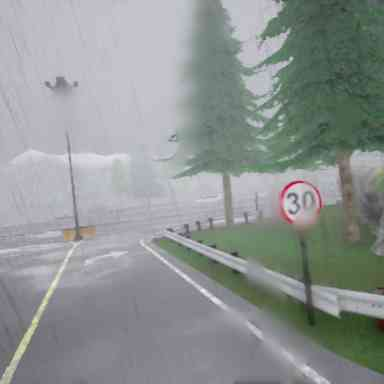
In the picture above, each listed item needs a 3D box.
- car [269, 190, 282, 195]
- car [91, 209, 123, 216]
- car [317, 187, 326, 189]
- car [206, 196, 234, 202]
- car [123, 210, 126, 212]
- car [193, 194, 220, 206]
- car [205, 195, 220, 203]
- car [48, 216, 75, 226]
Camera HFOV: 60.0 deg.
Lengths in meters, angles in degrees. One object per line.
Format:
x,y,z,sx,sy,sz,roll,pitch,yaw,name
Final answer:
17.702,0.317,66.160,5.008,1.535,1.882,-6,-1,-16,car
-13.997,3.701,53.262,4.674,1.442,1.812,-6,-1,-16,car
21.475,-0.106,56.355,4.181,1.385,1.994,-6,-1,-16,car
5.191,1.664,51.615,4.718,1.301,1.895,-6,-1,-16,car
-13.629,3.697,56.999,4.674,1.442,1.812,-6,-1,-16,car
2.911,1.632,61.832,5.566,2.045,2.150,-6,-1,-16,car
5.331,1.645,58.896,4.674,1.442,1.812,-6,-1,-16,car
-18.097,4.046,44.768,4.892,1.490,1.837,-6,-1,-16,car
